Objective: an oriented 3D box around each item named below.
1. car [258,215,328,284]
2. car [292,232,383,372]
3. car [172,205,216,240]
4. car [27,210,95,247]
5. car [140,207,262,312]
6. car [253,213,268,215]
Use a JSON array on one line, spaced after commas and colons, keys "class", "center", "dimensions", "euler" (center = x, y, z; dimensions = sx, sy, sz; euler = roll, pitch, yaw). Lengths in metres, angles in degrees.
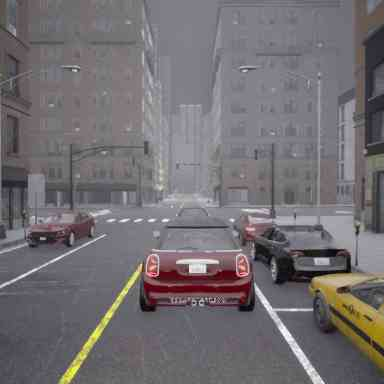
[{"class": "car", "center": [2.851, 1.563, 9.382], "dimensions": [1.947, 1.339, 4.313], "euler": [-1, 0, 0]}, {"class": "car", "center": [2.859, 1.524, 3.966], "dimensions": [1.752, 1.417, 4.829], "euler": [-1, 0, 0]}, {"class": "car", "center": [0.068, 1.542, 18.125], "dimensions": [2.033, 1.411, 5.357], "euler": [0, 0, 0]}, {"class": "car", "center": [-5.704, 1.540, 14.951], "dimensions": [1.887, 1.381, 4.507], "euler": [-1, 0, 0]}, {"class": "car", "center": [0.088, 1.350, 7.887], "dimensions": [2.097, 1.767, 4.553], "euler": [0, 0, 0]}, {"class": "car", "center": [2.842, 1.577, 14.968], "dimensions": [1.802, 1.307, 4.206], "euler": [-1, 0, 0]}]
